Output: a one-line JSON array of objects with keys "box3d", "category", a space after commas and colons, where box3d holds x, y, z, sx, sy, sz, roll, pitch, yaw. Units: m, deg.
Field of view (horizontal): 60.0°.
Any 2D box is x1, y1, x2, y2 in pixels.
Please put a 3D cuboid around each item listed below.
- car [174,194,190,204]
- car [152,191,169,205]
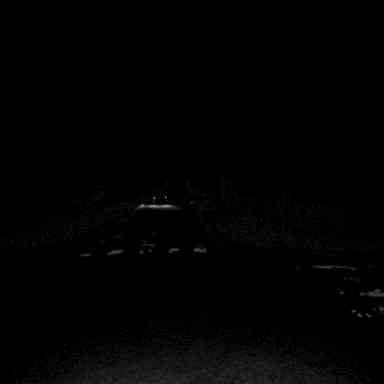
[{"box3d": [-1.390, 0.938, 45.530, 1.994, 1.385, 4.181, 0, 1, 1], "category": "car"}, {"box3d": [-4.201, 0.739, 45.000, 2.097, 1.767, 4.553, 0, 1, -2], "category": "car"}]
